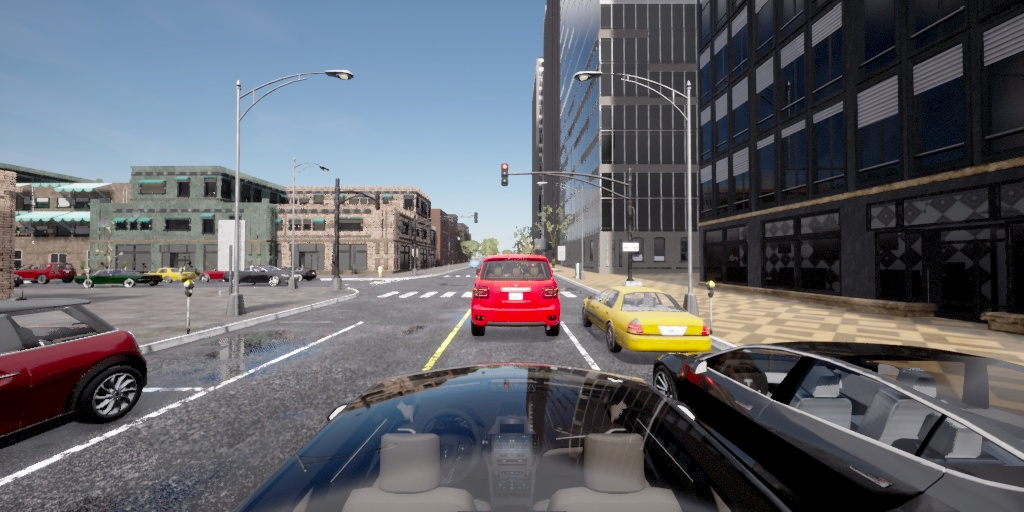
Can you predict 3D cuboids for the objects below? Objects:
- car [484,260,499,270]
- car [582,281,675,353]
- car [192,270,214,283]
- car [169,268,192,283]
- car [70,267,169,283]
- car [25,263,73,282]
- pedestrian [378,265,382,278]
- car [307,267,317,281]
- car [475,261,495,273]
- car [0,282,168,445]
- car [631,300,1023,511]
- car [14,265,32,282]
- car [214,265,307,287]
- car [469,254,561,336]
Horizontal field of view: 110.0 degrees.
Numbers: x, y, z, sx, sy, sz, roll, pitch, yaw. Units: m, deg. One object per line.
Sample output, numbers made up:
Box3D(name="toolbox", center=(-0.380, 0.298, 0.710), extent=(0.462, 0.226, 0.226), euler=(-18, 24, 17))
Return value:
Box3D(name="car", center=(-3.221, 1.318, 56.251), extent=(2.033, 1.411, 5.357), euler=(0, 0, 0))
Box3D(name="car", center=(2.812, 1.277, 8.622), extent=(1.751, 1.417, 4.829), euler=(0, 0, 0))
Box3D(name="car", center=(-25.030, 1.489, 31.530), extent=(4.097, 1.591, 1.967), euler=(0, 0, 1))
Box3D(name="car", center=(-30.748, 1.628, 31.589), extent=(4.829, 1.417, 1.751), euler=(0, 0, 1))
Box3D(name="car", center=(-28.096, 1.587, 25.779), extent=(4.718, 1.301, 1.895), euler=(-1, -1, 1))
Box3D(name="car", center=(-41.673, 1.523, 31.703), extent=(5.009, 1.841, 2.192), euler=(0, 0, 1))
Box3D(name="pedestrian", center=(-12.621, 1.399, 34.354), extent=(0.375, 1.300, 0.375), euler=(0, 0, 1))
Box3D(name="car", center=(-19.482, 1.562, 31.472), extent=(4.313, 1.339, 1.948), euler=(0, 0, 1))
Box3D(name="car", center=(-3.199, 1.313, 44.003), extent=(2.033, 1.411, 5.357), euler=(0, 0, 0))
Box3D(name="car", center=(-5.693, 1.190, 2.843), extent=(1.967, 1.591, 4.097), euler=(0, 0, 0))
Box3D(name="car", center=(2.655, 1.316, 2.809), extent=(1.948, 1.339, 4.313), euler=(0, 0, 0))
Box3D(name="car", center=(-38.509, 1.591, 25.900), extent=(4.892, 1.490, 1.837), euler=(-1, -1, 1))
Box3D(name="car", center=(-17.892, 1.381, 25.690), extent=(4.902, 1.511, 2.128), euler=(-1, -1, 2))
Box3D(name="car", center=(0.080, 0.975, 10.497), extent=(2.150, 2.045, 5.566), euler=(0, 0, 0))
